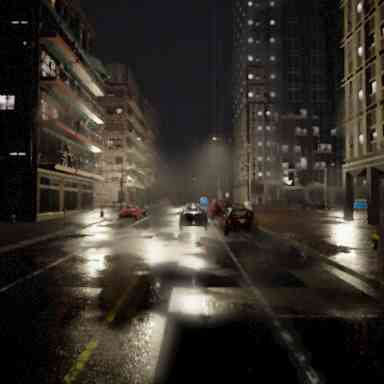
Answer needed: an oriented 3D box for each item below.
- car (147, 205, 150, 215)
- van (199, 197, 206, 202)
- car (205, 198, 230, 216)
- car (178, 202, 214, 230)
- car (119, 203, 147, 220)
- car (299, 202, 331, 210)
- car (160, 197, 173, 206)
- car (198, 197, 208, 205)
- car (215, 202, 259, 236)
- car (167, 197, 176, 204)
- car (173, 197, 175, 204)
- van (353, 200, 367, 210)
[{"bbox_3d":[-5.673,1.935,36.841,1.947,1.339,4.313,1,-1,0],"label":"car"},{"bbox_3d":[2.712,2.134,74.755,1.690,1.788,3.998,1,-1,0],"label":"van"},{"bbox_3d":[2.678,1.623,31.034,2.192,1.841,5.009,1,-1,0],"label":"car"},{"bbox_3d":[0.102,1.715,22.694,2.128,1.511,4.902,0,0,0],"label":"car"},{"bbox_3d":[-5.674,1.891,31.145,1.802,1.307,4.206,1,-1,0],"label":"car"},{"bbox_3d":[17.927,2.085,48.393,4.403,1.369,2.008,0,-2,0],"label":"car"},{"bbox_3d":[-5.669,2.168,69.233,1.967,1.590,4.097,1,-1,0],"label":"car"},{"bbox_3d":[2.713,2.174,80.276,2.192,1.841,5.009,1,-1,0],"label":"car"},{"bbox_3d":[2.675,1.632,19.635,1.967,1.590,4.097,1,-1,0],"label":"car"},{"bbox_3d":[-5.667,2.311,91.322,2.192,1.841,5.009,1,-1,0],"label":"car"},{"bbox_3d":[-5.671,2.509,85.797,1.802,1.307,4.206,1,-1,0],"label":"car"},{"bbox_3d":[29.170,2.193,56.774,3.998,1.788,1.690,0,-2,0],"label":"van"}]
